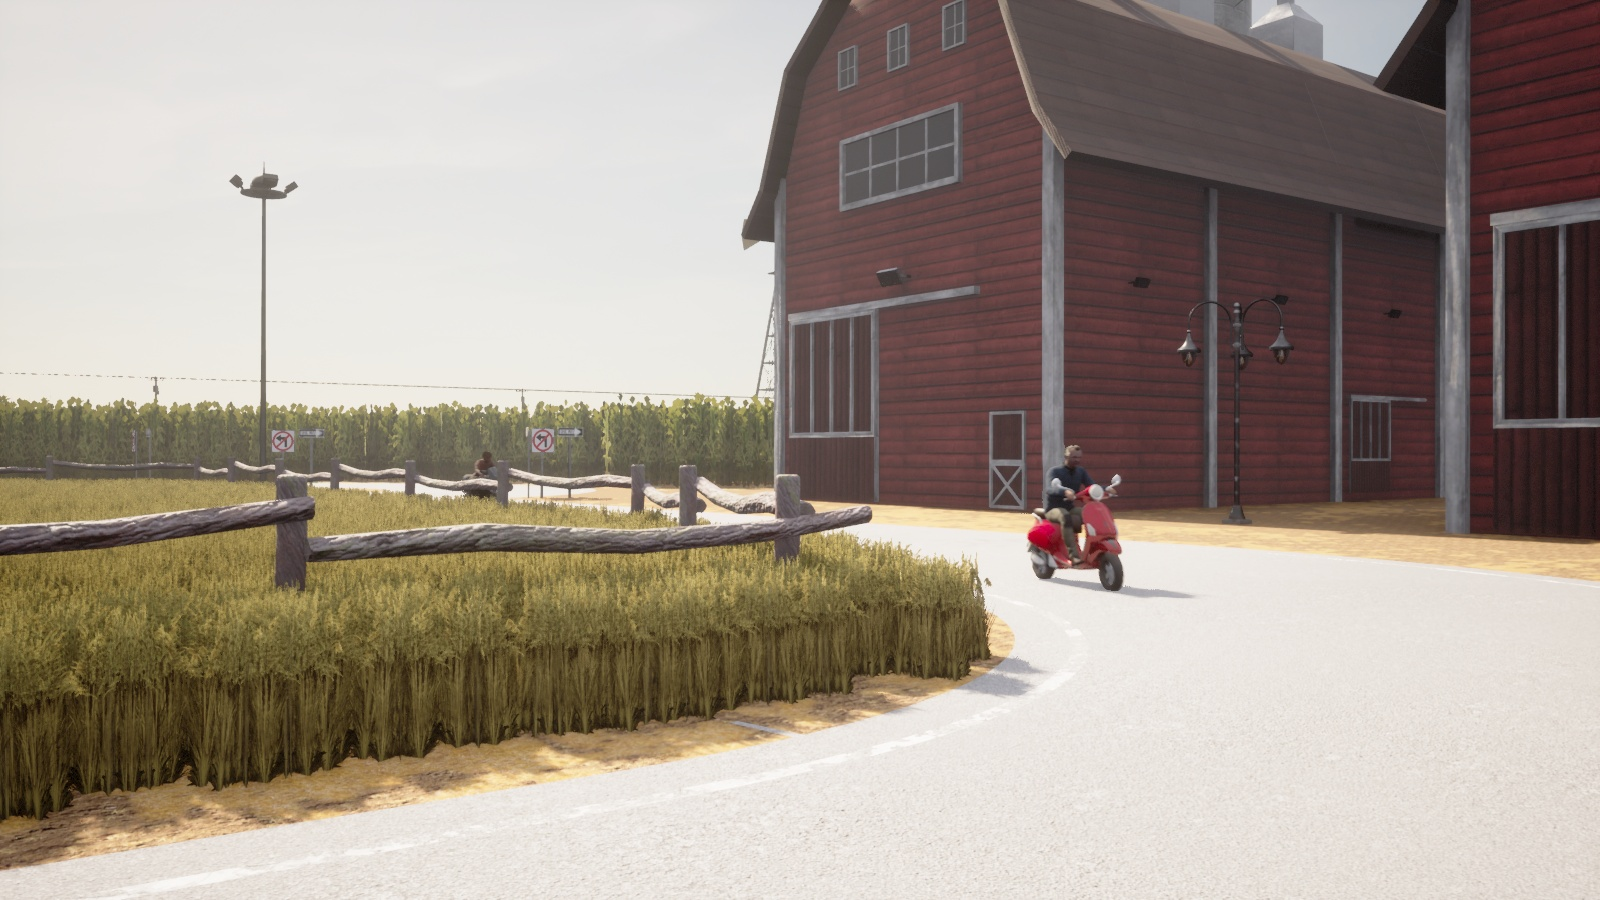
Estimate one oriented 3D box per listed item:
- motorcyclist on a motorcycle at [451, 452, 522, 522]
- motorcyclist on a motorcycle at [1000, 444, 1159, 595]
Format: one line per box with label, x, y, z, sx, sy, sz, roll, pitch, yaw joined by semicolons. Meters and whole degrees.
motorcyclist on a motorcycle;-7.076;0.811;28.277;0.797;1.523;2.044;0;0;-38
motorcyclist on a motorcycle;3.129;0.727;14.239;0.866;1.590;1.817;-1;0;-22
